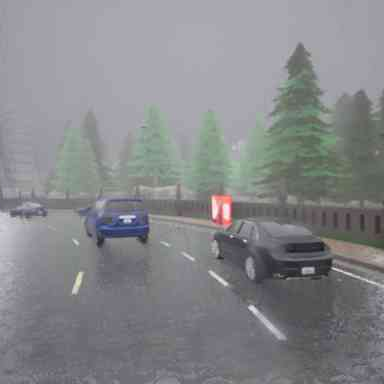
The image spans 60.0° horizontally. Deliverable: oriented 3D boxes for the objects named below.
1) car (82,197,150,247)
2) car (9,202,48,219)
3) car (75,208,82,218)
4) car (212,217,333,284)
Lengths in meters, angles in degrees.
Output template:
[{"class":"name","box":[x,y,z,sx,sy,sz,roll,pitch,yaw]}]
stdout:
[{"class":"car","box":[-3.634,1.240,15.615,2.150,2.045,5.566,0,0,-24]},{"class":"car","box":[-14.738,1.633,29.982,4.674,1.442,1.812,-1,0,41]},{"class":"car","box":[-8.406,1.651,28.882,1.895,1.301,4.718,-1,0,-43]},{"class":"car","box":[1.989,1.478,9.641,1.837,1.490,4.892,0,0,-13]}]
